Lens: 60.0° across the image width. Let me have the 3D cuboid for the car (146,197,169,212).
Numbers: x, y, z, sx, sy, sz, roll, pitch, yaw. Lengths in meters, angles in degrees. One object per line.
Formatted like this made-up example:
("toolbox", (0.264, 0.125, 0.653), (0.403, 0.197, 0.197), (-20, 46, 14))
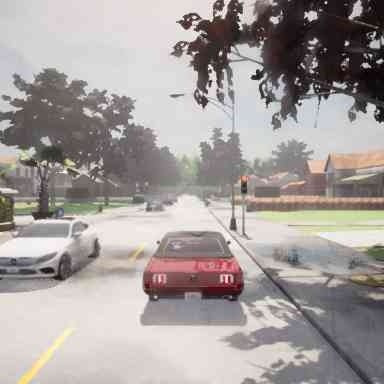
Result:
("car", (-4.143, 1.492, 38.267), (2.128, 1.511, 4.902), (0, 0, 0))

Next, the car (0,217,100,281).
("car", (-4.111, 1.526, 9.967), (1.812, 1.442, 4.674), (0, 0, 0))

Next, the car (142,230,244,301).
("car", (0.042, 1.601, 8.252), (1.895, 1.301, 4.718), (0, 0, 1))

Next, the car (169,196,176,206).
("car", (-4.155, 1.600, 54.643), (1.895, 1.301, 4.718), (0, 0, 0))
